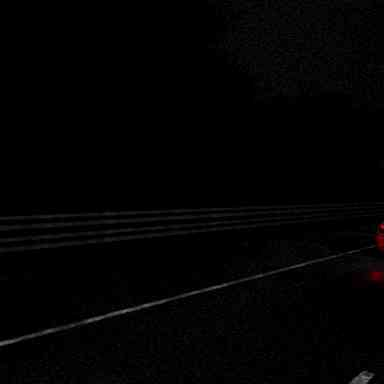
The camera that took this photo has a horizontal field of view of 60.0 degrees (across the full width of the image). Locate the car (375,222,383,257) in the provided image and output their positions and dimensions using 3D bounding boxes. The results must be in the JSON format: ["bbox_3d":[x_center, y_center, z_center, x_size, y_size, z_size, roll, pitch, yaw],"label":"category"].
[{"bbox_3d":[8.179,1.296,11.433,4.553,1.767,2.097,1,2,-41],"label":"car"}]
